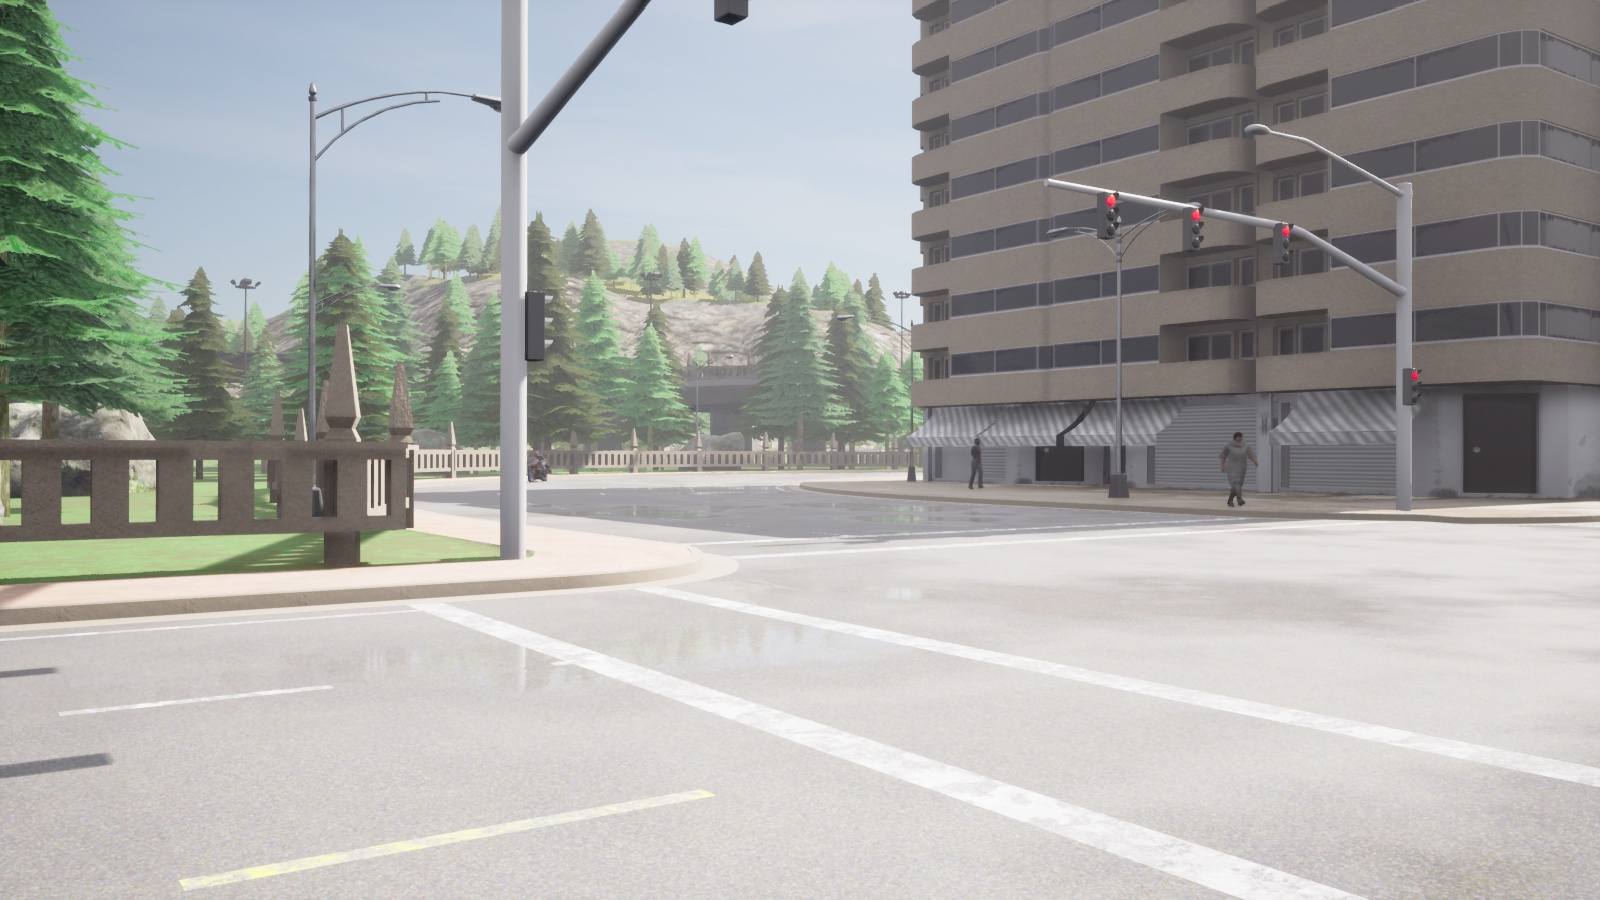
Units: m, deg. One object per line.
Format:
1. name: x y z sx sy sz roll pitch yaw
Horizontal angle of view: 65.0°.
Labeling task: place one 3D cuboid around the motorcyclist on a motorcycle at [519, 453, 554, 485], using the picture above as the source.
1. motorcyclist on a motorcycle: -12.584 0.898 60.074 0.866 1.530 2.191 0 0 10

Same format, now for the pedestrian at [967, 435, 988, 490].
1. pedestrian: 6.321 0.445 44.797 0.402 1.930 0.666 0 0 -36

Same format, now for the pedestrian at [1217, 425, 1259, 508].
1. pedestrian: 10.496 0.395 30.132 0.659 1.952 0.873 0 0 -4
